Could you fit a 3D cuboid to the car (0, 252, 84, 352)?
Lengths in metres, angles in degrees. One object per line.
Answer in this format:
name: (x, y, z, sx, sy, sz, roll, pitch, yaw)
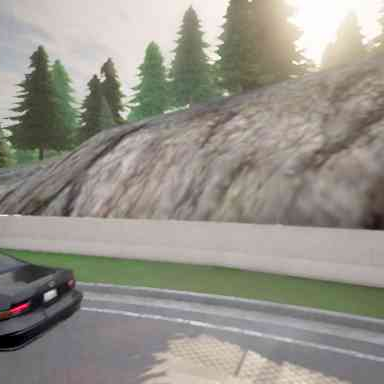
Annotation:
car: (-4.516, 1.546, 5.260, 5.357, 1.411, 2.033, 0, 0, 10)
